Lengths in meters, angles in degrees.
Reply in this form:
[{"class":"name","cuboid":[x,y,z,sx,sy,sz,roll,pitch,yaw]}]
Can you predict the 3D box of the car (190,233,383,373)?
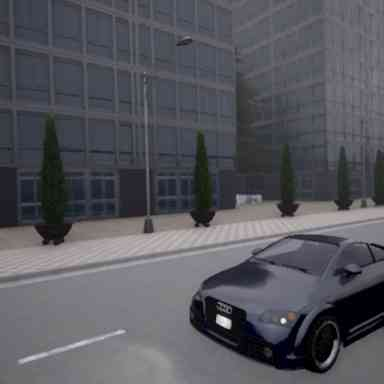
[{"class":"car","cuboid":[2.011,1.431,5.469,4.181,1.385,1.994,-2,1,-36]}]
